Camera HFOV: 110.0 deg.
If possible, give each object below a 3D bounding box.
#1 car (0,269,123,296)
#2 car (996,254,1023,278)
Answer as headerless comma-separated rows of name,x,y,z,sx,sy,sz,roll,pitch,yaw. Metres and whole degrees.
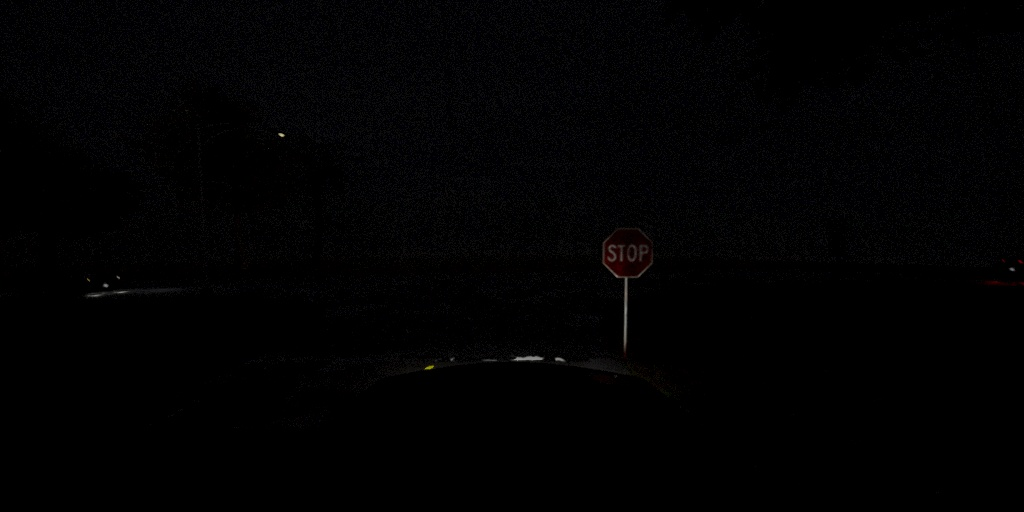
car,-24.566,1.370,19.711,4.718,1.301,1.895,-2,2,0
car,30.017,0.570,19.775,4.902,1.511,2.128,1,2,0
